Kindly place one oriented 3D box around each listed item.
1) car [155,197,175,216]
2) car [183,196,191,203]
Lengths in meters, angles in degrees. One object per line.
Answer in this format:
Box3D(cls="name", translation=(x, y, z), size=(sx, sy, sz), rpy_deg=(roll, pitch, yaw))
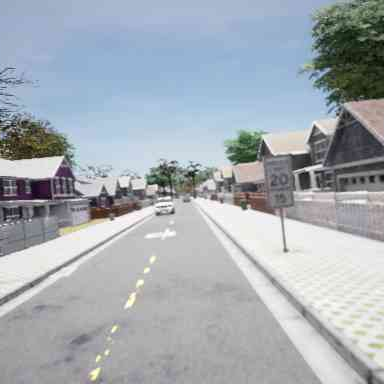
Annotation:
Box3D(cls="car", translation=(-3.376, 1.725, 41.762), size=(2.150, 2.045, 5.566), rpy_deg=(-6, 0, -1))
Box3D(cls="car", translation=(-1.355, 2.047, 88.073), size=(1.994, 1.385, 4.181), rpy_deg=(-6, 0, -1))
